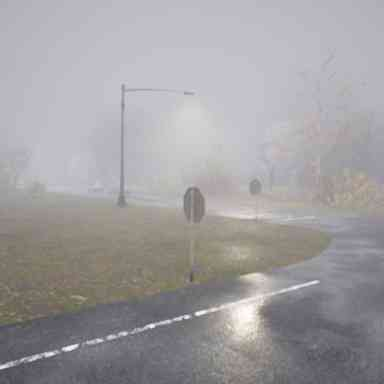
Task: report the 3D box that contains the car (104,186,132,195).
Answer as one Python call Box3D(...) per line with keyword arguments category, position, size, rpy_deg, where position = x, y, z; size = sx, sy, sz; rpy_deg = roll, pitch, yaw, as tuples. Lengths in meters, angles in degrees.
Box3D(category="car", position=(-11.224, -0.247, 51.623), size=(2.033, 1.411, 5.357), rpy_deg=(0, 2, -36))

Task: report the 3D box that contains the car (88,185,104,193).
Box3D(category="car", position=(-17.295, -0.604, 60.094), size=(1.812, 1.442, 4.674), rpy_deg=(0, 2, -36))
